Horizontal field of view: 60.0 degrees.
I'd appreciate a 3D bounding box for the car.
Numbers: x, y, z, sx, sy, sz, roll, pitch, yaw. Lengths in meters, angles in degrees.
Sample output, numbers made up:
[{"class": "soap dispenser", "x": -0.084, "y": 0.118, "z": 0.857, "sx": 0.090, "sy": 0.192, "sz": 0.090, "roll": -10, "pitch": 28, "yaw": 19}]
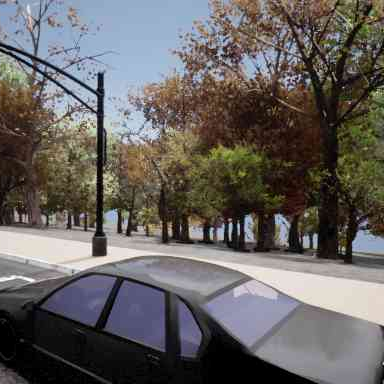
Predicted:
[{"class": "car", "x": -0.551, "y": 1.547, "z": 4.071, "sx": 5.357, "sy": 1.411, "sz": 2.033, "roll": 0, "pitch": 0, "yaw": 35}]
